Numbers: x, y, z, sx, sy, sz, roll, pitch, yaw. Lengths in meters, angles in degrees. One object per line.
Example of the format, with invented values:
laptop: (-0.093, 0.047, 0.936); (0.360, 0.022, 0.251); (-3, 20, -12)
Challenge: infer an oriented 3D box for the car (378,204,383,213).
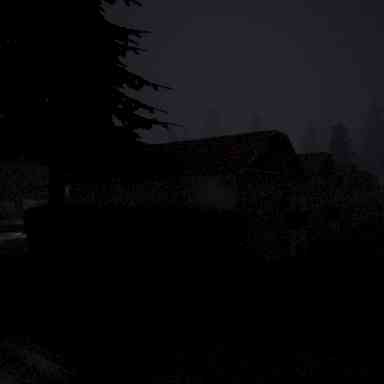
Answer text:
car: (22.610, 2.038, 41.483); (4.902, 1.511, 2.128); (-1, -1, 29)

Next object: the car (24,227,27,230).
car: (-9.423, 1.867, 23.745); (2.097, 1.767, 4.553); (-1, -1, 36)
